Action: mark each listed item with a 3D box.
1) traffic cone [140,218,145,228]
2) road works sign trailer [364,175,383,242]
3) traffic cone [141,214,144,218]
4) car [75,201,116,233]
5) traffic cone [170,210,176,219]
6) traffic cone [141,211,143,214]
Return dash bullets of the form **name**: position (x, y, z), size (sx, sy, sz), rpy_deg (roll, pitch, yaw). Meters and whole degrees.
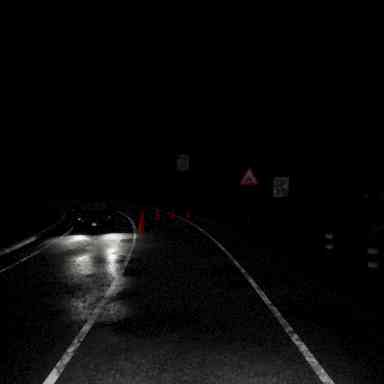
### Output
- **traffic cone**: position (-2.410, 1.661, 15.740), size (0.340, 0.580, 0.340), rpy_deg (-1, 2, -8)
- **road works sign trailer**: position (7.394, 0.814, 10.789), size (2.380, 2.880, 3.560), rpy_deg (43, 2, -1)
- **traffic cone**: position (-2.683, 1.610, 17.721), size (0.340, 0.580, 0.340), rpy_deg (-1, 2, -8)
- **car**: position (-5.156, 1.216, 17.992), size (1.812, 1.442, 4.674), rpy_deg (-1, 1, -13)
- **traffic cone**: position (-1.256, 1.453, 21.945), size (0.340, 0.580, 0.340), rpy_deg (-1, 2, -7)
- **traffic cone**: position (-2.956, 1.557, 19.702), size (0.340, 0.580, 0.340), rpy_deg (-1, 2, -8)
